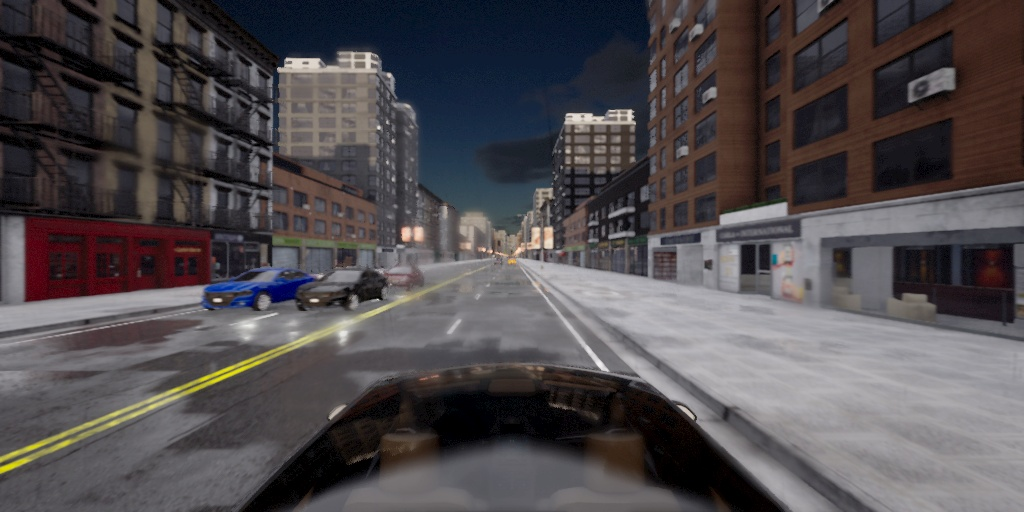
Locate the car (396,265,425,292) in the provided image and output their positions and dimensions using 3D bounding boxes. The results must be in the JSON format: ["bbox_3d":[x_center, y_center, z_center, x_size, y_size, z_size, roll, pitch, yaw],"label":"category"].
[{"bbox_3d":[-6.499,1.281,21.429,1.812,1.442,4.674,0,0,0],"label":"car"}]

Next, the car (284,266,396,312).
[{"bbox_3d":[-6.555,1.226,14.426,1.882,1.535,5.008,0,0,0],"label":"car"}]

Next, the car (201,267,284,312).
[{"bbox_3d":[-9.806,1.226,14.471,1.882,1.535,5.008,0,0,0],"label":"car"}]
